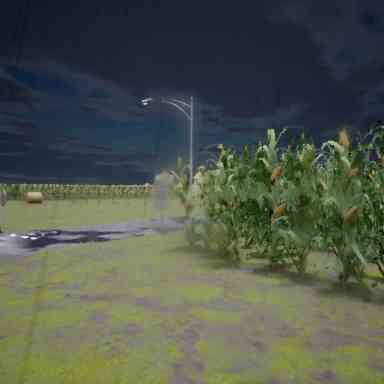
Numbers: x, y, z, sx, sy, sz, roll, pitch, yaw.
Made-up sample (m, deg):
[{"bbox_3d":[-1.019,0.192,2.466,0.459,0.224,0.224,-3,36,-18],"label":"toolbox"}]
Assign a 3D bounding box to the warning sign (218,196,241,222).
[{"bbox_3d":[2.767,1.216,24.364,1.300,1.860,1.060,1,1,34],"label":"warning sign"}]
